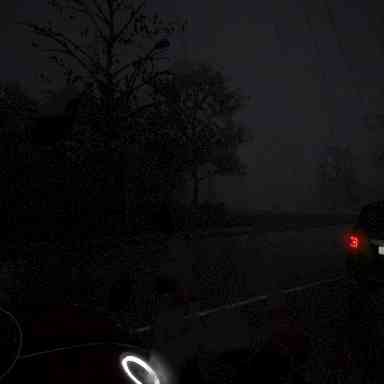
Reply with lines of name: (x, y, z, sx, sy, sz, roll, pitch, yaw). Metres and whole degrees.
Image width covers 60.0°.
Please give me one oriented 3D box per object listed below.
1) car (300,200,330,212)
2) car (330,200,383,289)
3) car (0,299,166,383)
car: (15.273, 1.605, 39.273, 1.895, 1.301, 4.718, 0, 0, -37)
car: (5.919, 1.221, 7.882, 5.566, 2.045, 2.150, 0, 0, -35)
car: (-2.354, 1.352, 2.029, 4.553, 1.767, 2.097, 0, 0, -36)
